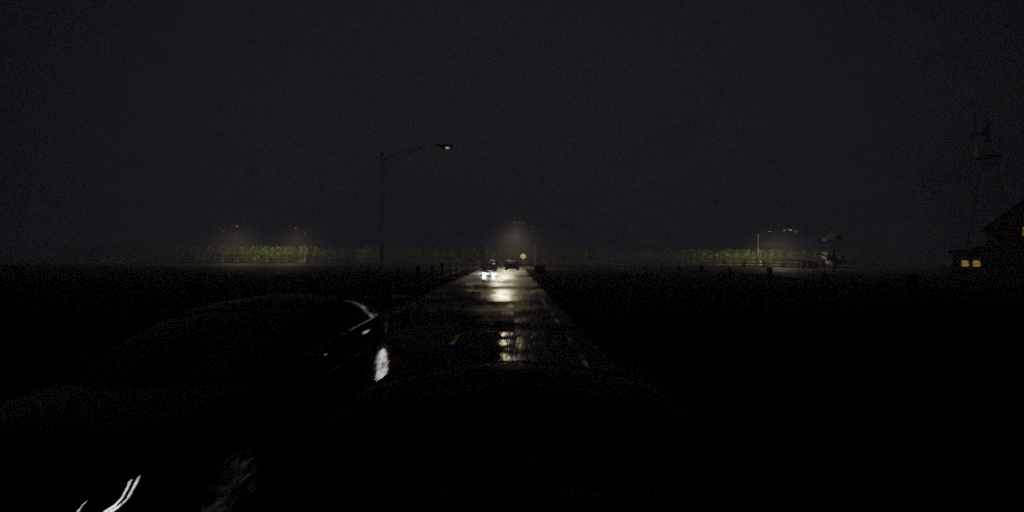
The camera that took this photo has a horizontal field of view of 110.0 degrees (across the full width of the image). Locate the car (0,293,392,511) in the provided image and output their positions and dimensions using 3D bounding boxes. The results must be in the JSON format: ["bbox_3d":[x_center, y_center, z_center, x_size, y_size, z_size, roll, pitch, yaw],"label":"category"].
[{"bbox_3d":[-2.849,1.255,3.963,1.837,1.490,4.892,0,0,0],"label":"car"}]

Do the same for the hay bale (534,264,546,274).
[{"bbox_3d":[3.124,1.395,39.776,1.220,1.180,1.240,0,0,0],"label":"hay bale"}]

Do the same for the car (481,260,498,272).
[{"bbox_3d":[-2.834,1.228,45.312,2.128,1.511,4.902,0,0,0],"label":"car"}]

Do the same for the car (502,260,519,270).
[{"bbox_3d":[0.012,1.334,49.888,1.895,1.301,4.718,0,0,0],"label":"car"}]
